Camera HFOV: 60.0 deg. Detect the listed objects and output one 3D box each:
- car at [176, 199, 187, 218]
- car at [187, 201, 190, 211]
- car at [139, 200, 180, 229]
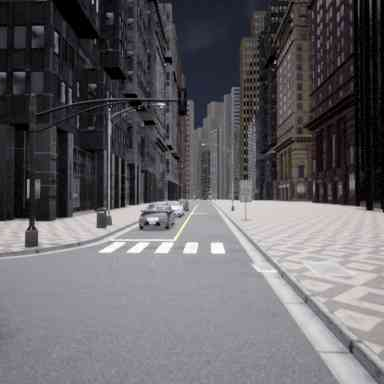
[{"bbox_3d":[-1.801,1.584,31.506,1.812,1.442,4.674,0,0,3],"label":"car"},{"bbox_3d":[-1.330,1.605,41.778,1.837,1.490,4.892,0,0,3],"label":"car"},{"bbox_3d":[-2.189,1.520,21.687,2.128,1.511,4.902,0,0,2],"label":"car"}]
